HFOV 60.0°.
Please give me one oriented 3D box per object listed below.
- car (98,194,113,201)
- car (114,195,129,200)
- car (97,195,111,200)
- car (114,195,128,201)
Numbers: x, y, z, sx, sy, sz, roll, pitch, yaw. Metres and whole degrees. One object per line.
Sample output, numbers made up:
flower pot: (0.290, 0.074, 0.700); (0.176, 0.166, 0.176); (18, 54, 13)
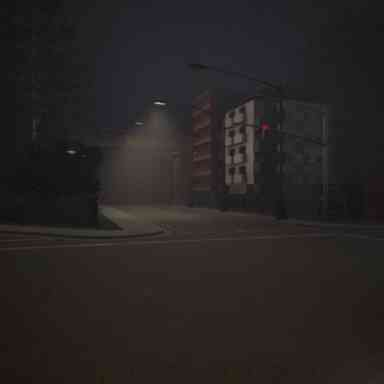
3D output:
car: (-21.432, 1.453, 81.207); (2.038, 1.542, 4.974); (0, 0, 5)
car: (-17.450, 1.294, 82.375); (1.853, 1.218, 4.536); (0, 0, -40)
car: (-21.428, 1.295, 81.259); (1.853, 1.218, 4.536); (0, 0, 5)
car: (-17.416, 1.451, 82.335); (2.038, 1.542, 4.974); (0, 0, -40)
